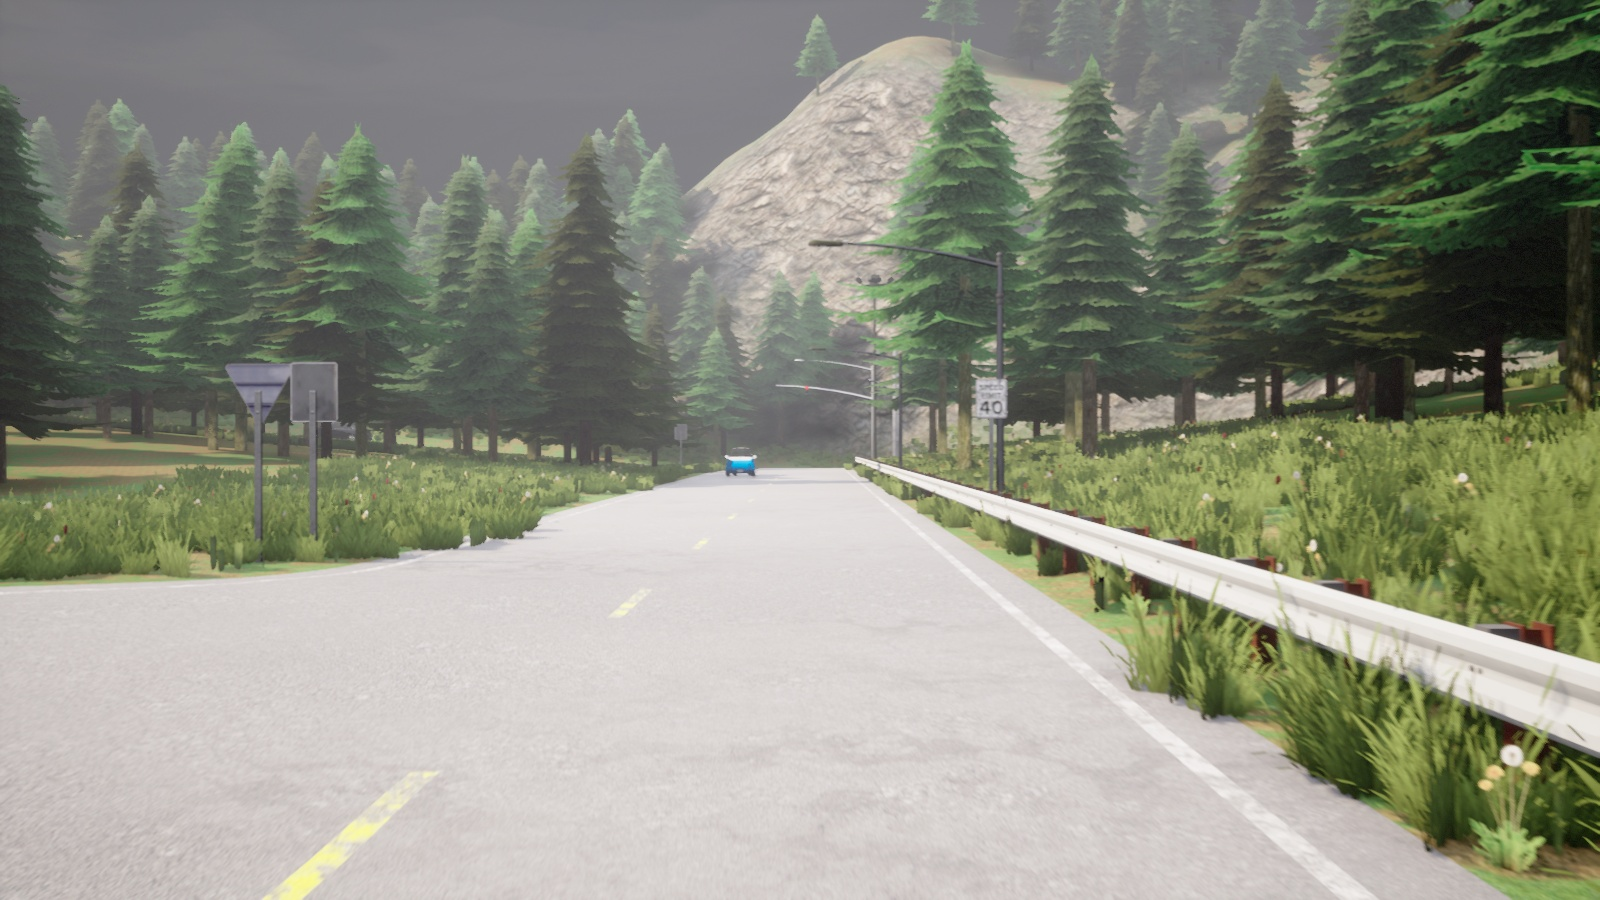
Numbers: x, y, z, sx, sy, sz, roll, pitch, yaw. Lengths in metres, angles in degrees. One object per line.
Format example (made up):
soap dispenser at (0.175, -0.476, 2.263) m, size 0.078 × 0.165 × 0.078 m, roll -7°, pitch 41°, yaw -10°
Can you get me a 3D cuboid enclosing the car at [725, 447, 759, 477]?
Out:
car at (-2.721, 0.562, 59.242) m, size 1.481 × 1.376 × 2.207 m, roll 0°, pitch 0°, yaw 1°
